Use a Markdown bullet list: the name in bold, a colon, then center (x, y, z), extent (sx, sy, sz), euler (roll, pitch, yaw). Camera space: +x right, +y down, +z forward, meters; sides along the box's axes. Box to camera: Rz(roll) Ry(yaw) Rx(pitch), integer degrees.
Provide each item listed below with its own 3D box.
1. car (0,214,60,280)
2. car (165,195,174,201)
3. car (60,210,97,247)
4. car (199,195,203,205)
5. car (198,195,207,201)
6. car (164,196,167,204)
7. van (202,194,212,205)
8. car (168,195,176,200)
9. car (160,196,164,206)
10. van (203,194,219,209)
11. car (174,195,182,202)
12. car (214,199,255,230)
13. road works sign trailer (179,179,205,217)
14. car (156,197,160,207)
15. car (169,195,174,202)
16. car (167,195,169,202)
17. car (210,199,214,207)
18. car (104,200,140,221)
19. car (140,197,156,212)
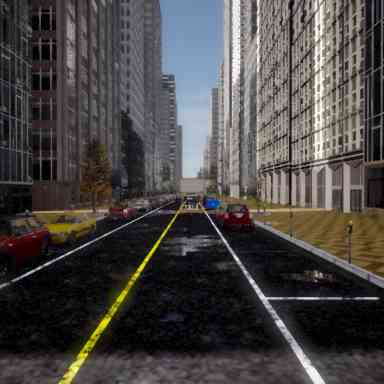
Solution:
- **car**: center (-5.699, 1.438, 9.609), extent (1.967, 1.590, 4.097), euler (-1, 0, 0)
- **car**: center (-5.697, 1.536, 83.496), extent (2.008, 1.369, 4.403), euler (-1, 0, 0)
- **car**: center (-5.698, 1.522, 15.123), extent (1.752, 1.417, 4.829), euler (-1, 0, 0)
- **car**: center (2.681, 1.306, 55.078), extent (2.192, 1.841, 5.009), euler (-1, 0, 0)
- **car**: center (2.683, 1.536, 83.496), extent (2.008, 1.369, 4.403), euler (-1, 0, 0)
- **car**: center (-5.698, 1.541, 55.078), extent (2.008, 1.369, 4.403), euler (-1, 0, 0)
- **van**: center (2.681, 1.331, 60.762), extent (1.690, 1.788, 3.998), euler (-1, 0, 0)
- **car**: center (-5.697, 1.565, 94.863), extent (1.802, 1.307, 4.206), euler (-1, 0, 0)
- **car**: center (-5.697, 1.536, 49.395), extent (1.887, 1.381, 4.507), euler (-1, 0, 0)
- **van**: center (2.681, 1.334, 43.711), extent (1.690, 1.788, 3.998), euler (-1, 0, 0)
- **car**: center (-3.000, 1.477, 76.725), extent (2.033, 1.411, 5.357), euler (0, 0, 0)
- **car**: center (2.682, 1.436, 20.977), extent (1.967, 1.590, 4.097), euler (-1, 0, 0)
- **road works sign trailer**: center (0.001, 0.459, 31.059), extent (2.380, 3.560, 2.880), euler (0, 0, 0)
- **car**: center (-5.697, 1.558, 43.711), extent (1.947, 1.339, 4.313), euler (-1, 0, 0)
- **car**: center (-5.698, 1.539, 72.129), extent (2.008, 1.369, 4.403), euler (-1, 0, 0)
- **car**: center (-5.697, 1.572, 60.762), extent (1.802, 1.307, 4.206), euler (-1, 0, 0)
- **car**: center (2.683, 1.520, 26.830), extent (1.752, 1.417, 4.829), euler (-1, 0, 0)
- **car**: center (-5.699, 1.435, 26.660), extent (1.967, 1.590, 4.097), euler (-1, 0, 0)
- **car**: center (-5.698, 1.544, 38.027), extent (2.008, 1.369, 4.403), euler (-1, 0, 0)
